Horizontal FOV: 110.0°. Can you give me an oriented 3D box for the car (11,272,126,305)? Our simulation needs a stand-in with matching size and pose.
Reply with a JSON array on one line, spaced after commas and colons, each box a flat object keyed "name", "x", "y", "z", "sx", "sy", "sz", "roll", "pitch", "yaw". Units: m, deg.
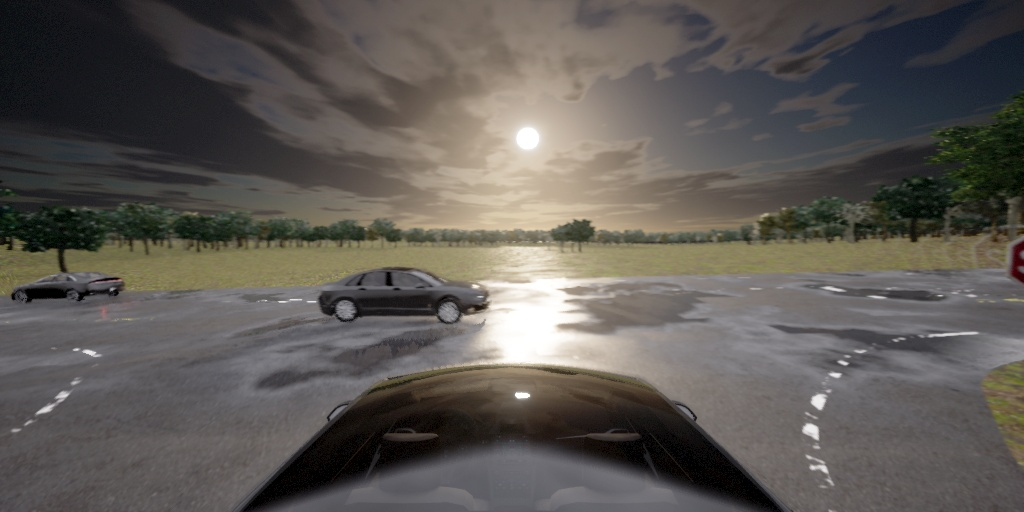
[{"name": "car", "x": -23.394, "y": 1.628, "z": 18.963, "sx": 4.902, "sy": 1.511, "sz": 2.128, "roll": -2, "pitch": 3, "yaw": 4}]

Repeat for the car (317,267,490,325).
[{"name": "car", "x": -3.120, "y": 1.084, "z": 10.619, "sx": 4.892, "sy": 1.490, "sz": 1.837, "roll": -2, "pitch": 2, "yaw": 4}]
